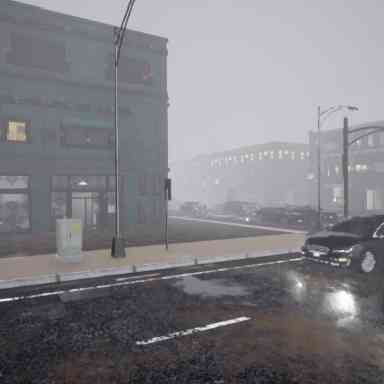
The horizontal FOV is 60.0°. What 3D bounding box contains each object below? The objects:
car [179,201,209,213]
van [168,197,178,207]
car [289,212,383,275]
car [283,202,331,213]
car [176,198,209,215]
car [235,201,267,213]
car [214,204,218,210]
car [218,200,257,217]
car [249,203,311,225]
[{"bbox_3d":[0.194,1.959,44.170,1.812,1.442,4.674,-1,0,-30],"label":"car"},{"bbox_3d":[-3.316,1.908,62.166,1.690,1.788,3.998,-1,0,-29],"label":"van"},{"bbox_3d":[5.608,1.503,10.522,4.892,1.490,1.837,0,0,-29],"label":"car"},{"bbox_3d":[9.705,1.775,27.233,1.994,1.385,4.181,-1,0,-29],"label":"car"},{"bbox_3d":[0.238,1.846,38.759,1.967,1.590,4.097,-1,0,-29],"label":"car"},{"bbox_3d":[7.544,1.904,42.869,1.802,1.307,4.206,-1,0,-29],"label":"car"},{"bbox_3d":[4.831,1.966,47.693,1.802,1.307,4.206,-1,0,-29],"label":"car"},{"bbox_3d":[5.152,1.670,35.326,2.097,1.767,4.553,-1,0,-29],"label":"car"},{"bbox_3d":[6.938,1.814,26.605,1.947,1.339,4.313,-1,0,-29],"label":"car"}]
